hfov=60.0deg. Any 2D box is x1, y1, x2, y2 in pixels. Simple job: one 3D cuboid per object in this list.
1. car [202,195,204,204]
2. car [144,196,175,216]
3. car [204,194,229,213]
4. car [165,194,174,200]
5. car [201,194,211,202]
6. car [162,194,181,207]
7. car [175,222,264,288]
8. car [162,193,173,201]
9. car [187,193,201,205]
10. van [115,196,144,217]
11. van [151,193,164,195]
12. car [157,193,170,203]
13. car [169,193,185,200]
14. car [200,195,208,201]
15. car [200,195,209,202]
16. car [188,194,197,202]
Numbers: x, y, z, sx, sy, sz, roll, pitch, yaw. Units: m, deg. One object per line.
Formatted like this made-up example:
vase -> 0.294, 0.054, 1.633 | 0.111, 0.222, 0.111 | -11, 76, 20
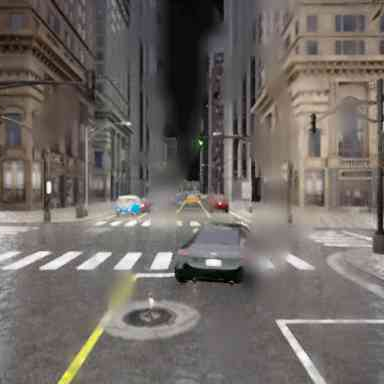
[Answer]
car -> 2.784, 1.204, 40.844 | 2.192, 1.841, 5.009 | 0, 0, 0
car -> -3.078, 1.398, 32.025 | 2.128, 1.511, 4.902 | 0, 0, 0
car -> 2.781, 1.215, 35.403 | 2.192, 1.841, 5.009 | 0, 0, 0
car -> -5.721, 1.251, 84.370 | 1.967, 1.590, 4.097 | 0, 0, 0
car -> 2.797, 1.278, 68.048 | 1.967, 1.590, 4.097 | 0, 0, 0
car -> -3.058, 1.377, 48.989 | 1.837, 1.490, 4.892 | 0, 0, 0
car -> 0.897, 1.538, 9.338 | 1.994, 1.385, 4.181 | 0, 0, 12
car -> -5.723, 1.133, 78.928 | 2.192, 1.841, 5.009 | 0, 0, 0
car -> 0.128, 1.336, 57.030 | 1.882, 1.535, 5.008 | 0, 0, 0
van -> -5.747, 1.253, 29.958 | 1.690, 1.788, 3.998 | 0, 0, 0
van -> -5.737, 1.209, 51.722 | 1.690, 1.788, 3.998 | 0, 0, 0
car -> -5.729, 1.153, 68.046 | 2.192, 1.841, 5.009 | 0, 0, 0
car -> -2.968, 1.039, 65.154 | 1.882, 1.535, 5.008 | 0, 0, 0
car -> 2.802, 1.363, 78.929 | 1.887, 1.381, 4.507 | 0, 0, 0
car -> 2.799, 1.410, 73.489 | 1.802, 1.307, 4.206 | 0, 0, 0
car -> 0.035, 1.311, 70.976 | 1.882, 1.535, 5.008 | 0, 0, 0
